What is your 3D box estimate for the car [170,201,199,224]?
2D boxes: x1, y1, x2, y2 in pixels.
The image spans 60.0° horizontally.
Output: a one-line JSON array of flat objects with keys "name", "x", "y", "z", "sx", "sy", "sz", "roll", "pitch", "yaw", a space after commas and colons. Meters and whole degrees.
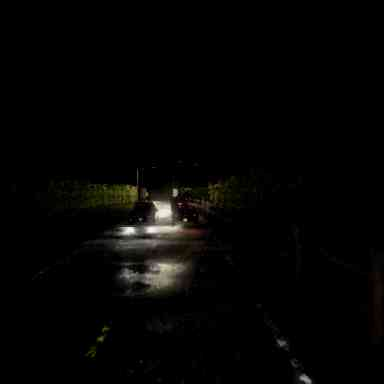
[{"name": "car", "x": -0.562, "y": 1.633, "z": 25.006, "sx": 1.895, "sy": 1.301, "sz": 4.718, "roll": 0, "pitch": 0, "yaw": -3}]

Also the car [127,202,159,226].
[{"name": "car", "x": -3.471, "y": 1.538, "z": 24.049, "sx": 1.837, "sy": 1.490, "sz": 4.892, "roll": 0, "pitch": 0, "yaw": -3}]

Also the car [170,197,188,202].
[{"name": "car", "x": -1.542, "y": 1.415, "z": 40.287, "sx": 2.097, "sy": 1.767, "sz": 4.553, "roll": 0, "pitch": 0, "yaw": -4}]
